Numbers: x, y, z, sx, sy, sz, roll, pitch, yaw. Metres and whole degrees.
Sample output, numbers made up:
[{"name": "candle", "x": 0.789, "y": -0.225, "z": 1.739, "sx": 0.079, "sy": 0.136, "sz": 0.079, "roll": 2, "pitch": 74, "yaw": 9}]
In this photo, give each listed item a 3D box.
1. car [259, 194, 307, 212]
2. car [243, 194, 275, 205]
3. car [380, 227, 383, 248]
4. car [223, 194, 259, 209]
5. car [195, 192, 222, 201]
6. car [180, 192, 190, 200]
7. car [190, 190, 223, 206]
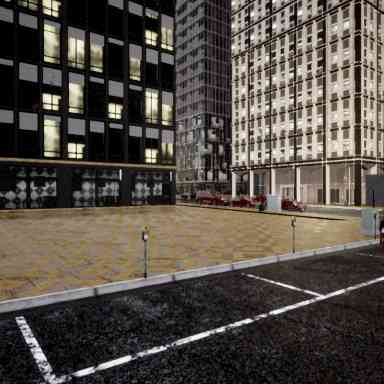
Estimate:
[{"name": "car", "x": 8.963, "y": 1.071, "z": 31.926, "sx": 1.967, "sy": 1.590, "sz": 4.097, "roll": 1, "pitch": 0, "yaw": -36}, {"name": "car", "x": 9.237, "y": 0.985, "z": 45.919, "sx": 1.802, "sy": 1.307, "sz": 4.206, "roll": 1, "pitch": 0, "yaw": -36}, {"name": "car", "x": 9.155, "y": 1.441, "z": 13.094, "sx": 4.097, "sy": 1.590, "sz": 1.967, "roll": 0, "pitch": 0, "yaw": -36}, {"name": "car", "x": 5.711, "y": 1.105, "z": 36.456, "sx": 1.802, "sy": 1.307, "sz": 4.206, "roll": 1, "pitch": 0, "yaw": -36}, {"name": "car", "x": 2.641, "y": 0.710, "z": 55.122, "sx": 1.752, "sy": 1.417, "sz": 4.829, "roll": 1, "pitch": 0, "yaw": -36}, {"name": "car", "x": -0.511, "y": 0.647, "z": 59.516, "sx": 1.947, "sy": 1.339, "sz": 4.313, "roll": 1, "pitch": 0, "yaw": -36}, {"name": "car", "x": 2.470, "y": 0.731, "z": 40.985, "sx": 2.192, "sy": 1.841, "sz": 5.009, "roll": 1, "pitch": 0, "yaw": -36}]
